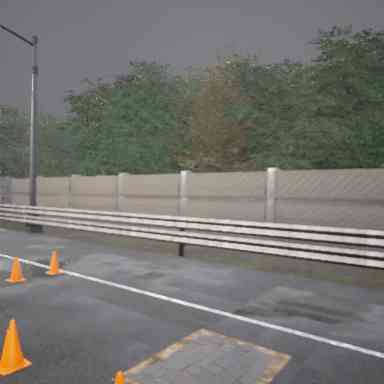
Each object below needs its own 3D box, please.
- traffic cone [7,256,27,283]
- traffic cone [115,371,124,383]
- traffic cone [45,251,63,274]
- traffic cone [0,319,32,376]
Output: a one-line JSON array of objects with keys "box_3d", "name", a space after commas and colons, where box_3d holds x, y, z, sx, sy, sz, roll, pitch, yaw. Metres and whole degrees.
[{"box_3d": [-4.322, 1.884, 8.208, 0.340, 0.580, 0.340, 1, 0, 36], "name": "traffic cone"}, {"box_3d": [-0.668, 1.942, 3.046, 0.340, 0.580, 0.340, 1, 0, 36], "name": "traffic cone"}, {"box_3d": [-3.730, 1.890, 9.014, 0.340, 0.580, 0.340, 1, 0, 36], "name": "traffic cone"}, {"box_3d": [-2.280, 1.918, 4.229, 0.340, 0.580, 0.340, 1, 0, 36], "name": "traffic cone"}]
